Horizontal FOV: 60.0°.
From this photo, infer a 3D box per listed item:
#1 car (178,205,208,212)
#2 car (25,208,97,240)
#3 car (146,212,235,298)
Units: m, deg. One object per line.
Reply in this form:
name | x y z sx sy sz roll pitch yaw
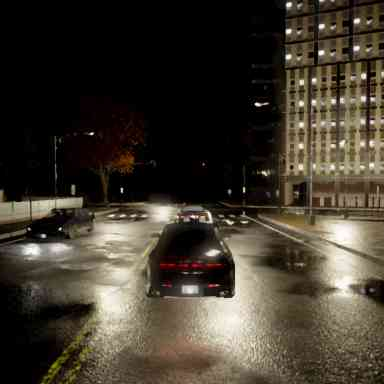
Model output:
car | 0.100 1.484 13.273 2.128 1.511 4.902 0 0 0
car | -6.488 1.541 17.229 2.033 1.411 5.357 0 0 1
car | -0.024 1.501 8.450 1.837 1.490 4.892 0 0 0
